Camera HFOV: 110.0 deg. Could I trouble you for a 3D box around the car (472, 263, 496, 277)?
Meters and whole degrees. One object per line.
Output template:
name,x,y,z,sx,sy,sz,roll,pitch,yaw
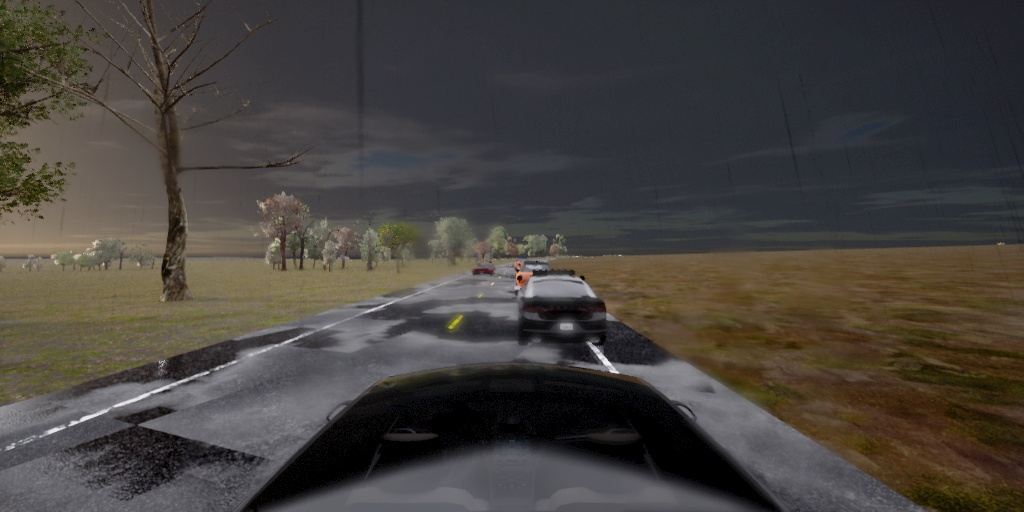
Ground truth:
car,-2.744,1.336,35.747,1.895,1.301,4.718,0,0,2

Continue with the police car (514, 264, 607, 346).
police car,1.093,1.172,9.572,1.930,1.638,5.238,0,0,1

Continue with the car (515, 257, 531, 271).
car,1.559,1.074,50.711,2.097,1.767,4.553,0,0,4

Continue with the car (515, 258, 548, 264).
car,1.254,1.095,19.397,2.097,1.767,4.553,0,0,1
